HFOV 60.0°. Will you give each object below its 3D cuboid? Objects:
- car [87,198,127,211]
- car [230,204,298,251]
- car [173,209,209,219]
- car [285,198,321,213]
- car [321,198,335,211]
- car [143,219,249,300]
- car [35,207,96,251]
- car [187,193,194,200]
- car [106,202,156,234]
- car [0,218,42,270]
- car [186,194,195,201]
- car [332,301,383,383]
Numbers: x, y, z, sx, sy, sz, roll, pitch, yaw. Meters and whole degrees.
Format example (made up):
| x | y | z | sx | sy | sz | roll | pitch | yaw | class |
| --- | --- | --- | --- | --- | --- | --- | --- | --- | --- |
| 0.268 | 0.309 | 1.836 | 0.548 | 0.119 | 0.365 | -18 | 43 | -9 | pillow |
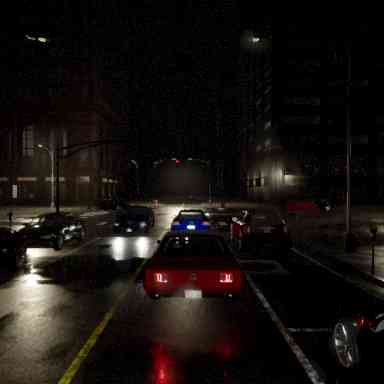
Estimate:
| x | y | z | sx | sy | sz | roll | pitch | yaw | class |
| --- | --- | --- | --- | --- | --- | --- | --- | --- | --- |
| -9.762 | 1.505 | 38.750 | 4.892 | 1.490 | 1.837 | 0 | 0 | 0 | car |
| 2.720 | 1.441 | 13.980 | 1.967 | 1.590 | 4.097 | 0 | 0 | 0 | car |
| -0.047 | 1.565 | 17.108 | 1.994 | 1.385 | 4.181 | 0 | 0 | 0 | car |
| 11.101 | 1.528 | 35.606 | 4.181 | 1.385 | 1.994 | 0 | 0 | 0 | car |
| 14.099 | 1.446 | 38.858 | 4.892 | 1.490 | 1.837 | -1 | 0 | 1 | car |
| 0.040 | 1.601 | 8.352 | 1.895 | 1.301 | 4.718 | 0 | 0 | 0 | car |
| -5.805 | 1.551 | 13.954 | 2.008 | 1.369 | 4.403 | 0 | 0 | 0 | car |
| -0.399 | 1.288 | 92.263 | 2.097 | 1.767 | 4.553 | 0 | 0 | 0 | car |
| -3.203 | 1.547 | 19.451 | 2.033 | 1.411 | 5.357 | 0 | 0 | -1 | car |
| -5.788 | 1.566 | 8.317 | 1.947 | 1.339 | 4.313 | 0 | 0 | 0 | car |
| -0.329 | 1.409 | 82.255 | 2.097 | 1.767 | 4.553 | 0 | 0 | 0 | car |
| 2.753 | 1.566 | 2.708 | 1.947 | 1.339 | 4.313 | 0 | 0 | 0 | car |
